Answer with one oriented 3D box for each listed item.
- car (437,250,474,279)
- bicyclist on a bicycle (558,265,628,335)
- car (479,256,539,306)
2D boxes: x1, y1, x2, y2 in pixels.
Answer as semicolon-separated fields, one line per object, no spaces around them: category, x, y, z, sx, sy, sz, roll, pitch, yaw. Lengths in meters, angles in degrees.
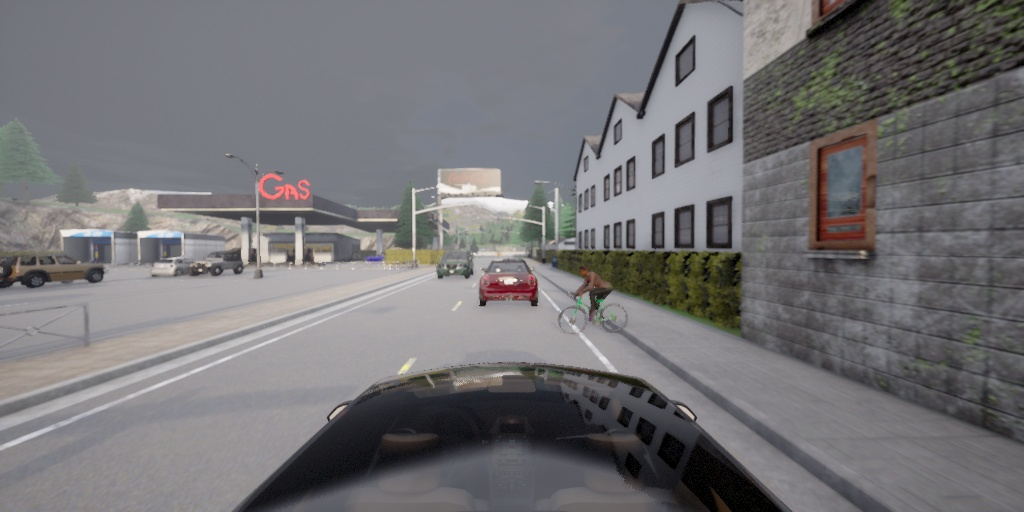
car;-4.007;0.611;26.214;2.150;2.045;5.566;0;1;-1
bicyclist on a bicycle;1.873;1.021;8.372;1.656;1.620;0.582;-3;1;-1
car;-0.152;0.856;14.290;2.097;1.767;4.553;0;1;-1
